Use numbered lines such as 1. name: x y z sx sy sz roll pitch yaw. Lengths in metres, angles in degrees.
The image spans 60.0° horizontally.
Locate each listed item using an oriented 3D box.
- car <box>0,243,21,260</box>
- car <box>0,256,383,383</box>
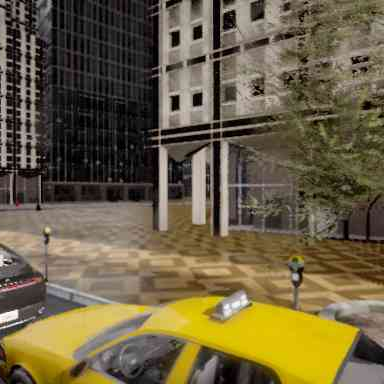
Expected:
1. car: -4.378 1.528 5.995 4.403 1.369 2.008 0 0 35
2. car: 0.099 1.521 2.805 4.829 1.417 1.752 0 0 35
